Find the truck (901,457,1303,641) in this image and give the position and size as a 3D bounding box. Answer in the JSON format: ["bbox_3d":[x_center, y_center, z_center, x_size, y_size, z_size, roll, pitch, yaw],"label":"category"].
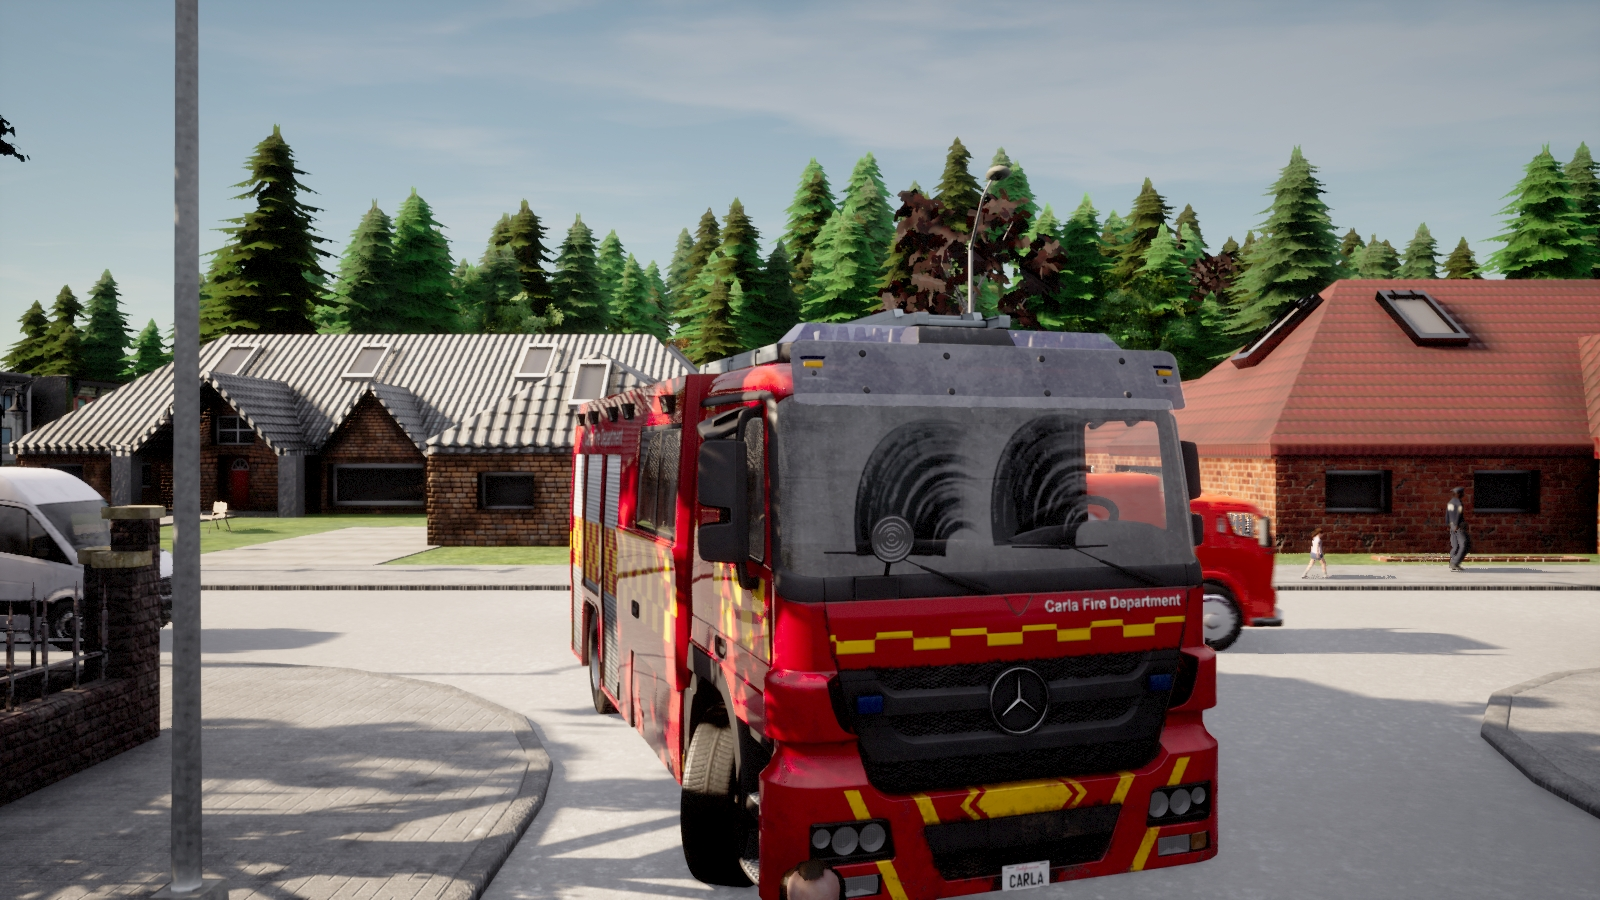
[{"bbox_3d":[4.209,1.349,16.801,5.204,2.467,2.627,0,0,0],"label":"truck"}]

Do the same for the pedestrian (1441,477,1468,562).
[{"bbox_3d":[14.455,1.524,25.242,0.375,1.860,0.375,0,0,0],"label":"pedestrian"}]

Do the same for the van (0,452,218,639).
[{"bbox_3d":[-12.062,1.312,16.854,5.915,2.561,1.988,1,0,0],"label":"van"}]

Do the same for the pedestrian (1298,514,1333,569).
[{"bbox_3d":[10.781,1.905,23.911,0.500,1.100,0.500,0,0,-1],"label":"pedestrian"}]

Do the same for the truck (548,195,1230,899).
[{"bbox_3d":[-0.279,0.670,10.050,2.891,3.827,8.468,0,0,-19],"label":"truck"}]
